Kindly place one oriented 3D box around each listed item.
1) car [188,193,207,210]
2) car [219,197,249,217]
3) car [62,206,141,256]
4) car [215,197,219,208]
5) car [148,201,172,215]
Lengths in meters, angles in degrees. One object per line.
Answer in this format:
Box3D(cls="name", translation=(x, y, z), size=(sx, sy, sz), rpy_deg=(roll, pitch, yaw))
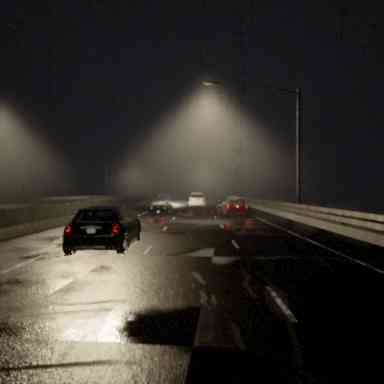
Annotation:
Box3D(cls="car", translation=(0.684, 1.131, 42.592), size=(2.150, 2.045, 5.566), rpy_deg=(0, 0, 1))
Box3D(cls="car", translation=(3.907, 1.280, 30.374), size=(2.097, 1.767, 4.553), rpy_deg=(0, 0, 1))
Box3D(cls="car", translation=(-3.326, 1.314, 13.136), size=(2.097, 1.767, 4.553), rpy_deg=(0, 0, 0))
Box3D(cls="car", translation=(4.220, 1.400, 46.298), size=(2.128, 1.511, 4.902), rpy_deg=(0, 0, 2))
Box3D(cls="car", translation=(-3.045, 1.522, 32.763), size=(1.895, 1.301, 4.718), rpy_deg=(0, 0, 1))
